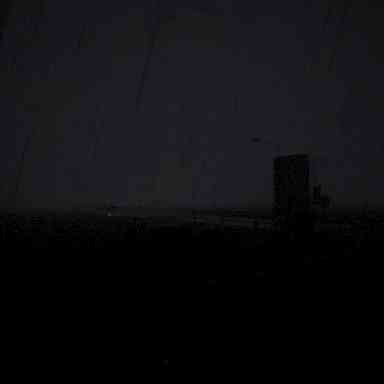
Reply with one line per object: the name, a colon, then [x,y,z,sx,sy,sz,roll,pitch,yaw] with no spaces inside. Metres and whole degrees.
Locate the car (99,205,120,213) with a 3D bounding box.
car: [-13.400,2.690,53.796,1.895,1.301,4.718,-1,-1,-35]
